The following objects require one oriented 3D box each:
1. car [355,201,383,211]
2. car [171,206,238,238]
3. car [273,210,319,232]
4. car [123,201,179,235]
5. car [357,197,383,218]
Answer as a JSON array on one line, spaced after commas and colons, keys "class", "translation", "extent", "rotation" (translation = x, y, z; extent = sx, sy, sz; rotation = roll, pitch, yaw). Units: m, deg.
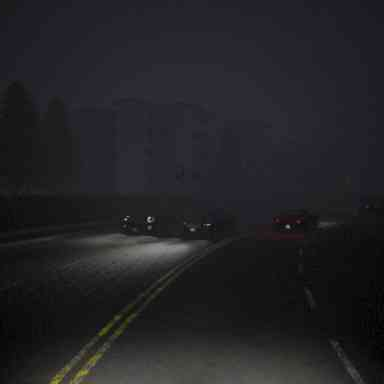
[{"class": "car", "translation": [26.882, 2.071, 50.124], "extent": [5.357, 1.411, 2.033], "rotation": [1, 0, -39]}, {"class": "car", "translation": [1.108, 1.625, 18.670], "extent": [2.128, 1.511, 4.902], "rotation": [0, 0, 26]}, {"class": "car", "translation": [6.940, 1.796, 21.762], "extent": [1.895, 1.301, 4.718], "rotation": [0, 0, 32]}, {"class": "car", "translation": [-2.081, 1.472, 19.935], "extent": [2.097, 1.767, 4.553], "rotation": [0, 0, 26]}, {"class": "car", "translation": [19.504, 1.592, 34.802], "extent": [5.566, 2.045, 2.150], "rotation": [1, 0, -40]}]
